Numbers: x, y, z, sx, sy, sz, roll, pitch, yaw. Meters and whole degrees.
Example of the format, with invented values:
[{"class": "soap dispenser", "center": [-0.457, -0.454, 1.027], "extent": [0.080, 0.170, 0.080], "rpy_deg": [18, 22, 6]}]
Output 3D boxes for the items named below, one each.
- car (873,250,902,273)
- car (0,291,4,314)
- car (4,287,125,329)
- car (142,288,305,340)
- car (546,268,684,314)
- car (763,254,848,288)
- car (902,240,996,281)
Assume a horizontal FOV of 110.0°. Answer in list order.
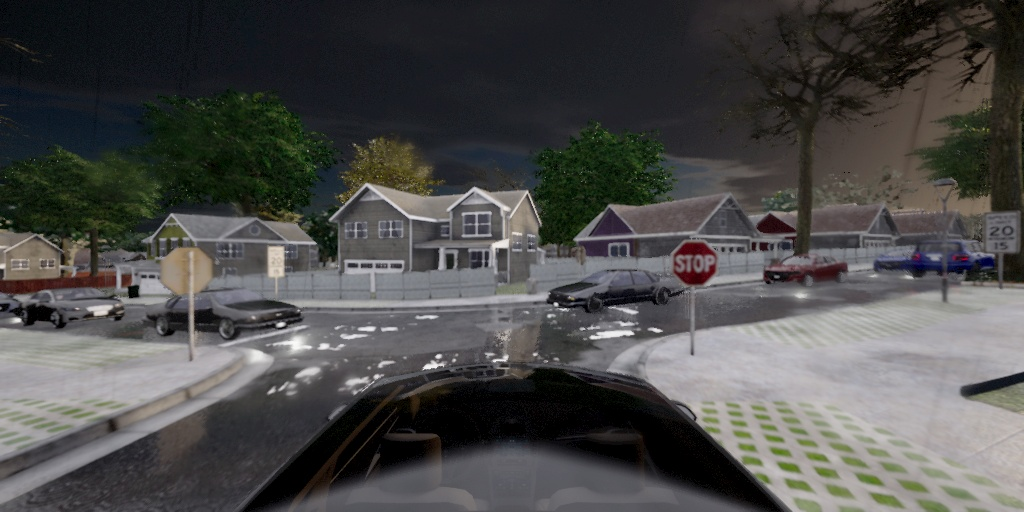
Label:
[{"class": "car", "center": [25.928, 0.300, 23.579], "extent": [5.008, 1.535, 1.882], "rpy_deg": [-2, 1, -25]}, {"class": "car", "center": [-27.927, 2.561, 18.918], "extent": [4.181, 1.385, 1.994], "rpy_deg": [-2, 0, 22]}, {"class": "car", "center": [-18.615, 2.104, 15.168], "extent": [4.902, 1.511, 2.128], "rpy_deg": [-2, -1, 22]}, {"class": "car", "center": [-9.411, 1.768, 11.612], "extent": [5.357, 1.411, 2.033], "rpy_deg": [-2, 0, 20]}, {"class": "car", "center": [3.989, 1.200, 13.632], "extent": [5.357, 1.411, 2.033], "rpy_deg": [-3, 1, -23]}, {"class": "car", "center": [15.155, 0.674, 18.522], "extent": [5.008, 1.535, 1.882], "rpy_deg": [-2, 1, -25]}, {"class": "car", "center": [24.049, 0.165, 19.450], "extent": [5.566, 2.045, 2.150], "rpy_deg": [-2, 1, -25]}]
